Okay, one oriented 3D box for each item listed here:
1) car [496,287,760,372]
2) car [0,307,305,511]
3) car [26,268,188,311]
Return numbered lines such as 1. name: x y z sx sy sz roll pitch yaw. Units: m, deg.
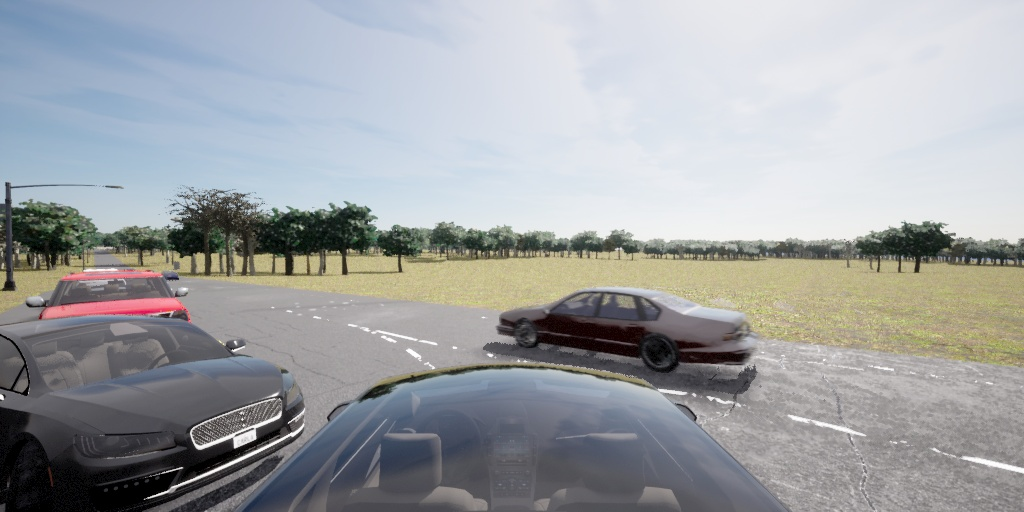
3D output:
1. car: 2.137 1.392 7.860 5.357 1.411 2.033 -2 -1 40
2. car: -4.578 1.445 3.973 4.892 1.490 1.837 -3 -3 21
3. car: -9.510 1.385 8.596 5.566 2.045 2.150 -2 0 41
